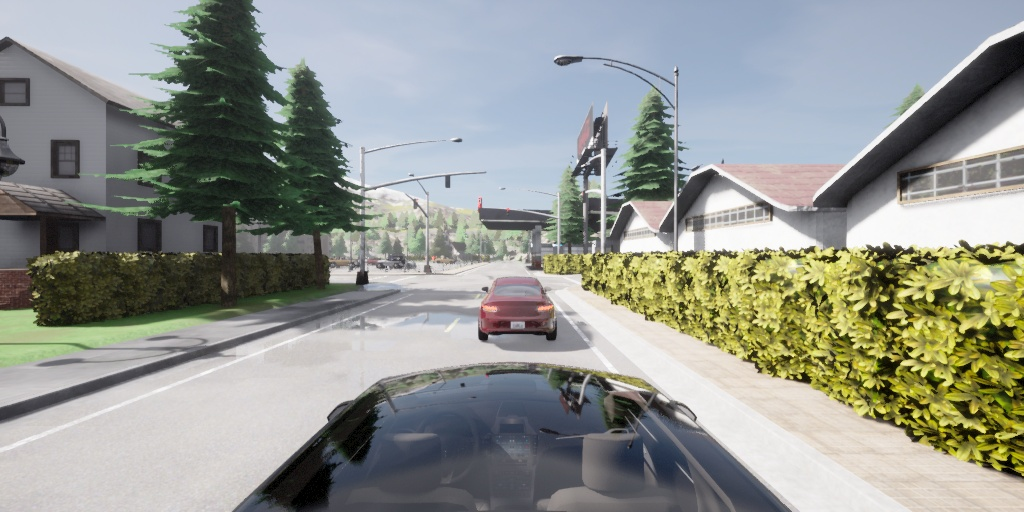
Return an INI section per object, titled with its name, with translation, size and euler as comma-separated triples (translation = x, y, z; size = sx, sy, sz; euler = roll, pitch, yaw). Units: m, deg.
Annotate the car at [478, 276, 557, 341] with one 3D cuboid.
[car]
translation = 0.128, 1.276, 9.778
size = 1.812, 1.442, 4.674
euler = 0, 0, 0
